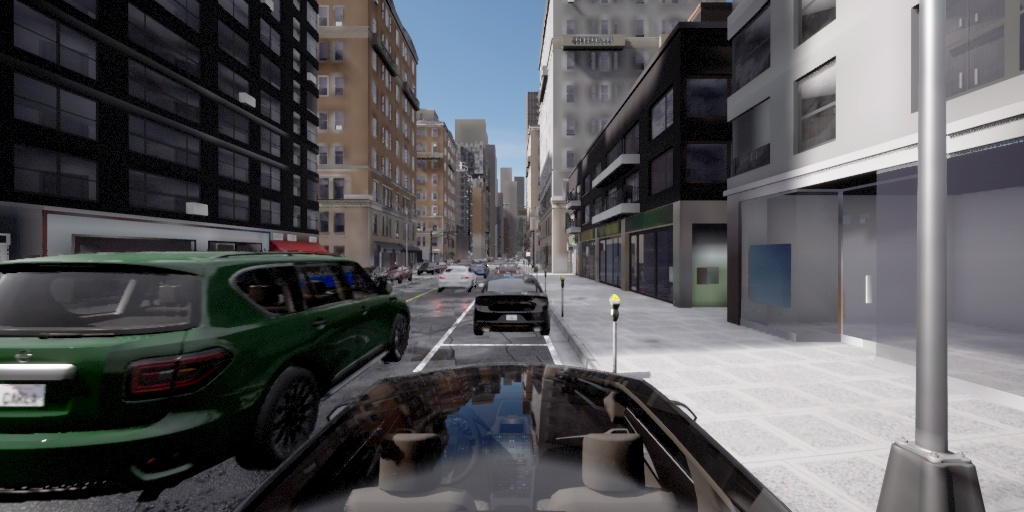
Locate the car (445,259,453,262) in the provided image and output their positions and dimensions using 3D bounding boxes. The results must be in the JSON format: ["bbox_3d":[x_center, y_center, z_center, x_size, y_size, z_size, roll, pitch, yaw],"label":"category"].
[{"bbox_3d":[-8.814,1.341,43.834,1.802,1.307,4.207,0,0,0],"label":"car"}]

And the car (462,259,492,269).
[{"bbox_3d":[-3.121,1.303,33.551,2.033,1.411,5.357,0,0,1],"label":"car"}]

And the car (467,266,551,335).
[{"bbox_3d":[-0.006,1.228,10.500,1.882,1.535,5.008,0,0,0],"label":"car"}]

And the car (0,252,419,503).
[{"bbox_3d":[-3.145,0.973,4.979,2.150,2.045,5.566,0,0,0],"label":"car"}]

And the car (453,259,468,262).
[{"bbox_3d":[-6.189,1.111,45.597,2.097,1.767,4.553,0,0,0],"label":"car"}]

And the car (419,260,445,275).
[{"bbox_3d":[-8.813,1.322,38.333,1.948,1.339,4.313,0,0,0],"label":"car"}]

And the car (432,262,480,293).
[{"bbox_3d":[-3.106,1.278,20.803,1.812,1.442,4.674,0,0,-1],"label":"car"}]

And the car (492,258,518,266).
[{"bbox_3d":[-0.288,1.193,27.330,1.967,1.591,4.097,0,0,0],"label":"car"}]
